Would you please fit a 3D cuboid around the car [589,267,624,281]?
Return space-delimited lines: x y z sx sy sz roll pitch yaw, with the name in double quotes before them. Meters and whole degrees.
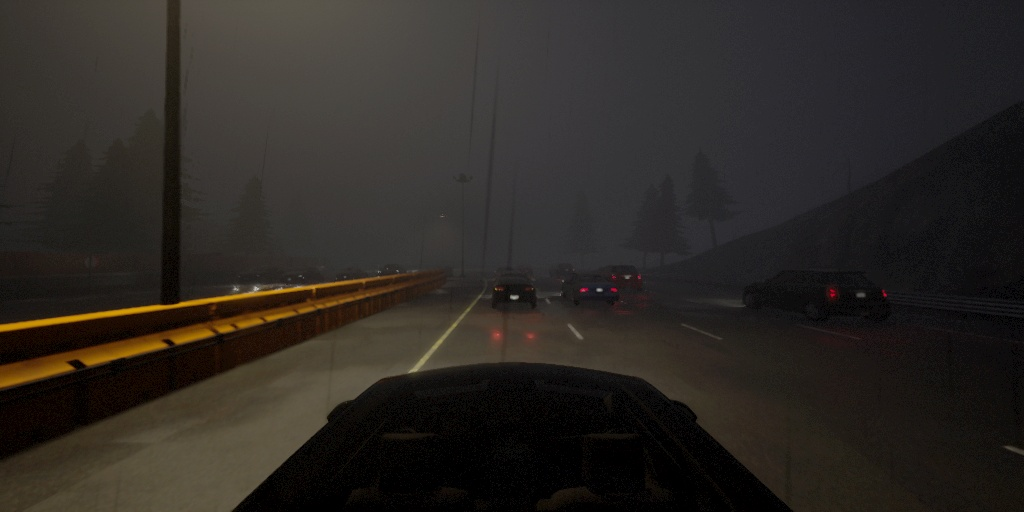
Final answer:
"car" 9.556 1.775 36.755 1.895 1.301 4.718 0 -1 -6

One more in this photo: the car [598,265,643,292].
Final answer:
"car" 6.919 1.369 23.869 2.097 1.767 4.553 0 -1 -2

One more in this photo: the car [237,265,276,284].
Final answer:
"car" -21.775 1.588 31.474 1.882 1.535 5.008 0 -1 -5

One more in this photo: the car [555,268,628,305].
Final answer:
"car" 3.574 1.486 17.268 2.033 1.411 5.357 0 -1 -1

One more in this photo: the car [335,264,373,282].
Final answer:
"car" -14.961 1.701 33.652 1.994 1.385 4.181 0 -1 -6

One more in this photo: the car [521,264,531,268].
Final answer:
"car" 1.320 1.759 45.623 1.882 1.535 5.008 0 -1 -9

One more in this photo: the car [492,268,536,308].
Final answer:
"car" 0.069 1.451 16.212 1.812 1.442 4.674 0 -1 -1

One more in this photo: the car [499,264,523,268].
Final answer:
"car" -0.558 1.668 32.266 2.033 1.411 5.357 0 -1 -5

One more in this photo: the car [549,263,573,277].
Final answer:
"car" 5.578 1.570 40.392 2.097 1.767 4.553 0 -1 -7

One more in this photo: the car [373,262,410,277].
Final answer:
"car" -11.563 1.502 34.738 2.097 1.767 4.553 0 -1 -7

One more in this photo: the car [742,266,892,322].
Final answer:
"car" 10.584 1.238 12.990 2.097 1.767 4.553 0 -1 0

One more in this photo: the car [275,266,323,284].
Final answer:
"car" -18.250 1.635 31.382 1.812 1.442 4.674 0 -1 -5
